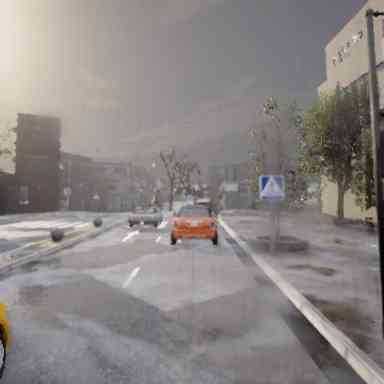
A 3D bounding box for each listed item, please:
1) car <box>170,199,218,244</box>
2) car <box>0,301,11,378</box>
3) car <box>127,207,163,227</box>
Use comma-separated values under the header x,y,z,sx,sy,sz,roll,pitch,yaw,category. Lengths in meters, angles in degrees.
x,y,z,sx,sy,sz,roll,pitch,yaw,category
0.098,1.412,16.332,2.097,1.767,4.553,0,0,0,car
-3.150,1.485,2.077,1.882,1.535,5.008,0,0,0,car
-3.098,1.653,23.092,1.895,1.301,4.718,0,0,1,car
